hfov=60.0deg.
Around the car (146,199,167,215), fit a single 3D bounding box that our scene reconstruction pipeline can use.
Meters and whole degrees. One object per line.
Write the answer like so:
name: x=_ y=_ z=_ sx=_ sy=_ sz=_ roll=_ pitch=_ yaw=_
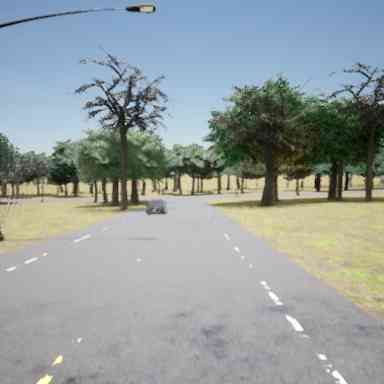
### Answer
car: x=-3.585 y=1.484 z=34.176 sx=1.837 sy=1.490 sz=4.892 roll=0 pitch=0 yaw=0
